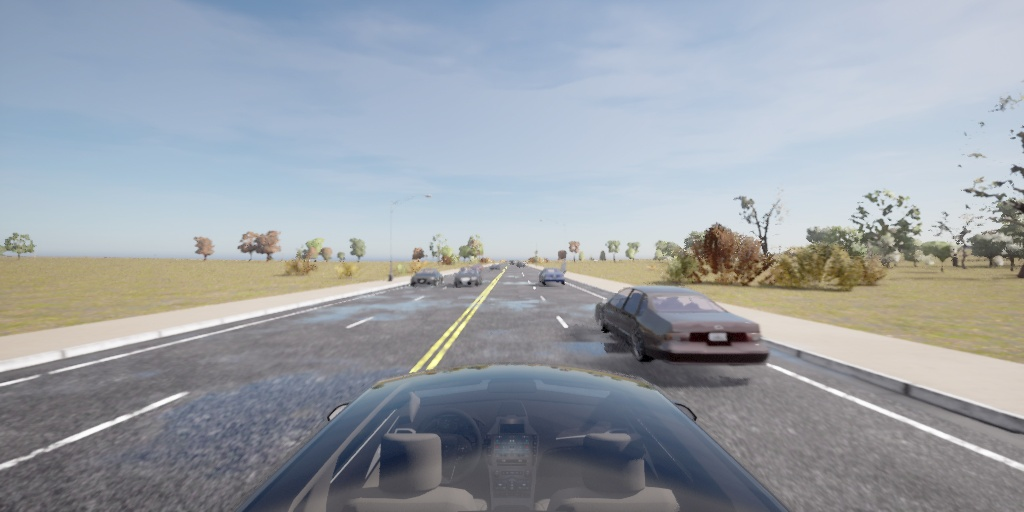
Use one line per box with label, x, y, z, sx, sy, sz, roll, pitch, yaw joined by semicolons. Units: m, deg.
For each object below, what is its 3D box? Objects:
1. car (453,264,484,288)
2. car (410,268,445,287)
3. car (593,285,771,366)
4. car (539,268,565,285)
car;-3.353;1.599;27.988;2.128;1.511;4.902;0;-1;0
car;-6.603;1.675;28.267;1.994;1.385;4.181;0;-1;0
car;3.333;1.388;8.310;2.033;1.411;5.357;0;-1;0
car;3.343;1.691;30.582;2.033;1.411;5.357;0;-1;0
